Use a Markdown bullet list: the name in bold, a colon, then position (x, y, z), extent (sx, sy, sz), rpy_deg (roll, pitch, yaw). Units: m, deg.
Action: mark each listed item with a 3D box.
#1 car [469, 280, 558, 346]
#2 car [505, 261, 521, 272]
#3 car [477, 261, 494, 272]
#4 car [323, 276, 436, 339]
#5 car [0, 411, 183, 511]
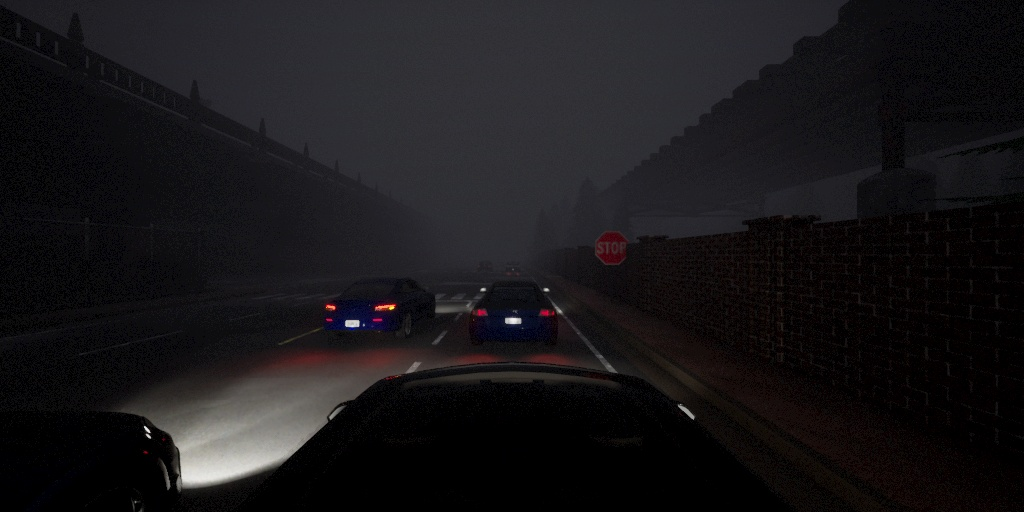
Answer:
- **car**: position (0.070, 1.314, 9.429), extent (1.994, 1.385, 4.181), rpy_deg (0, 0, 1)
- **car**: position (0.106, 1.351, 46.222), extent (1.895, 1.301, 4.718), rpy_deg (0, 0, -1)
- **car**: position (-3.388, 1.297, 46.017), extent (2.033, 1.411, 5.357), rpy_deg (0, 0, -1)
- **car**: position (-3.412, 1.276, 9.952), extent (1.812, 1.442, 4.674), rpy_deg (0, 0, 0)
- **car**: position (-3.399, 1.314, 0.856), extent (1.994, 1.385, 4.181), rpy_deg (0, 0, 0)
